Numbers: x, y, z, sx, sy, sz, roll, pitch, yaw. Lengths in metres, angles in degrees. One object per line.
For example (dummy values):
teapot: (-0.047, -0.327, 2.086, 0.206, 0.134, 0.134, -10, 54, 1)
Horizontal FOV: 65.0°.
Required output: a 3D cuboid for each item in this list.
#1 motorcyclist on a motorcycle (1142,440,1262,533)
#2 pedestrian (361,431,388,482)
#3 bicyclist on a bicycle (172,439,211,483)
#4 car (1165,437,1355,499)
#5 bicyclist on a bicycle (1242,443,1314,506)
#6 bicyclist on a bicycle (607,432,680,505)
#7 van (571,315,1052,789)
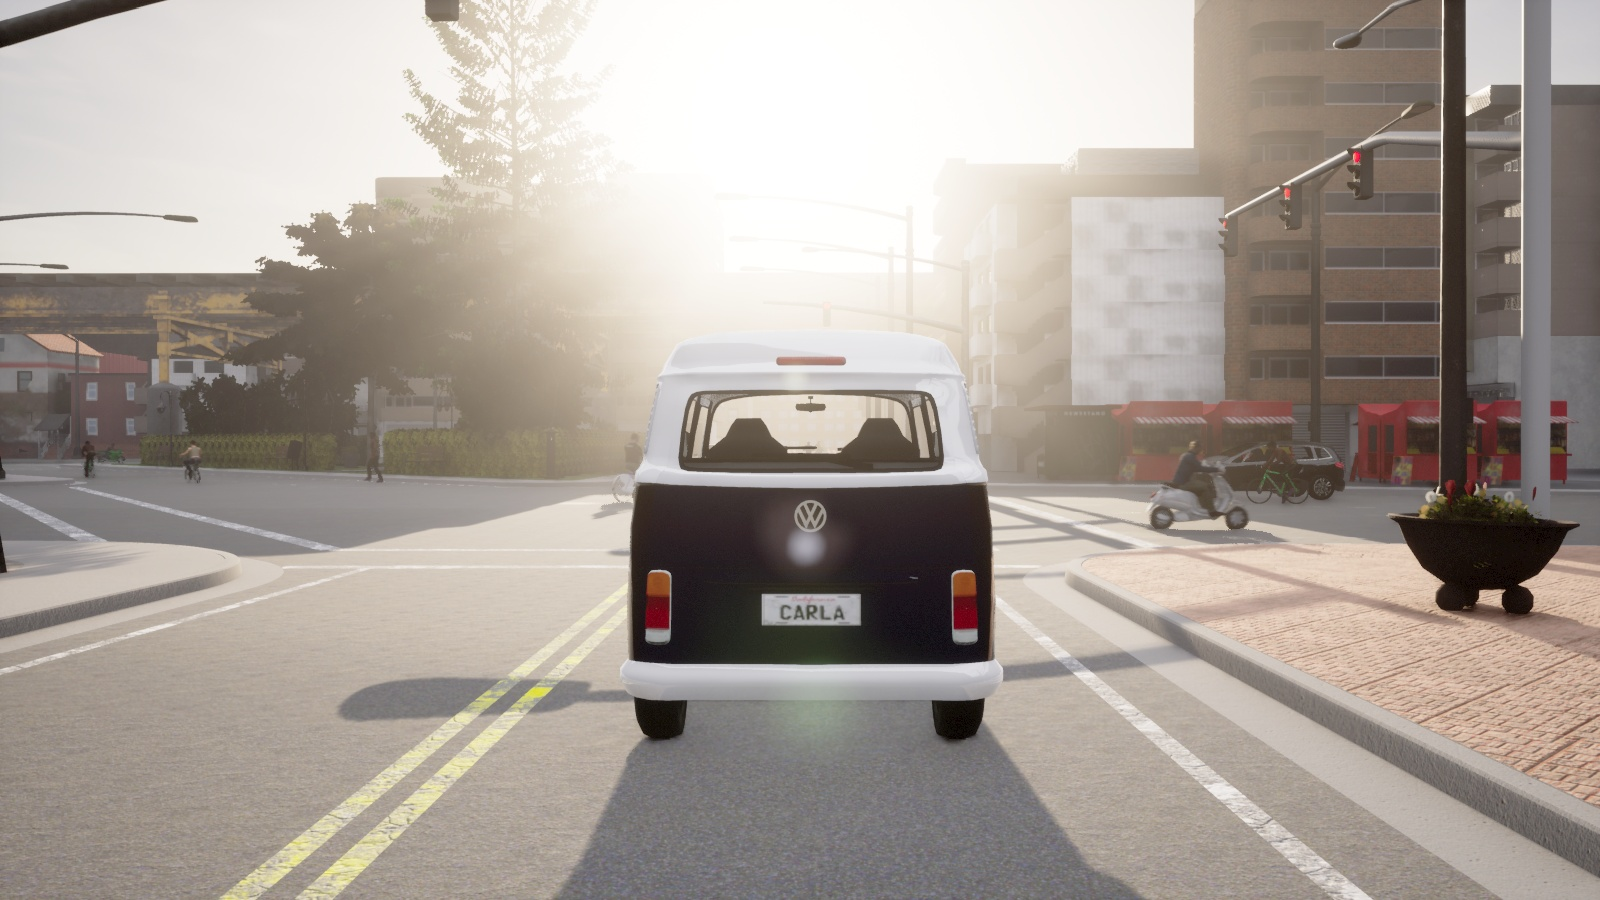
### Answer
motorcyclist on a motorcycle: (7.051, 0.630, 22.074, 1.817, 1.590, 0.866, 0, 0, 0)
pedestrian: (-15.158, 0.228, 44.747, 0.869, 1.805, 0.328, 0, 0, -17)
bicyclist on a bicycle: (-22.681, 0.401, 46.813, 0.866, 1.612, 1.509, 0, 1, -45)
car: (13.121, 0.503, 36.080, 4.611, 1.667, 2.242, 1, 0, 0)
bicyclist on a bicycle: (12.392, 0.626, 32.583, 1.656, 1.620, 0.582, 0, 0, 0)
bicyclist on a bicycle: (-3.902, 0.446, 31.422, 0.659, 1.776, 1.843, -1, 0, 40)
van: (0.066, 0.427, 7.651, 2.069, 2.038, 4.480, 0, 0, 0)
